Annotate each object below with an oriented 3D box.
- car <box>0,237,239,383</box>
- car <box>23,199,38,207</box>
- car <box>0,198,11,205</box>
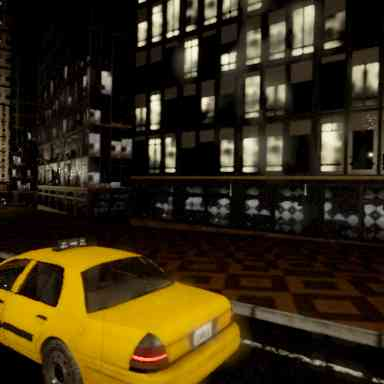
[{"bbox_3d":[-1.970,1.457,4.967,5.366,1.575,1.801,0,0,35],"label":"car"},{"bbox_3d":[-28.509,2.022,61.242,4.507,1.381,1.887,1,1,-34],"label":"car"},{"bbox_3d":[-37.636,1.790,64.542,4.403,1.369,2.008,1,1,-34],"label":"car"}]
